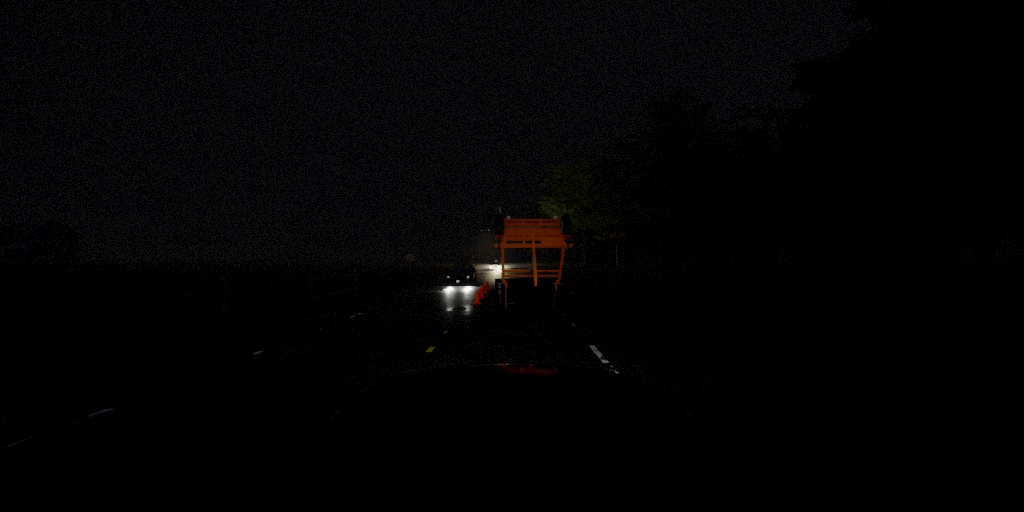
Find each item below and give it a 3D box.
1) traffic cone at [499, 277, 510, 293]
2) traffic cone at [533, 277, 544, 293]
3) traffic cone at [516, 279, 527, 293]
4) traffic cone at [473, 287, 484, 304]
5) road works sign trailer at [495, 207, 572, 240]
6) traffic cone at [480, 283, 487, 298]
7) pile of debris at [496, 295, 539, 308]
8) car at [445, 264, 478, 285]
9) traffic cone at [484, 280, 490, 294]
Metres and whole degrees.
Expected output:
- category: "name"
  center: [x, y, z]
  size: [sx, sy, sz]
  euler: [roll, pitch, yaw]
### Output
- category: "traffic cone"
  center: [-0.453, 1.688, 20.906]
  size: [0.340, 0.580, 0.340]
  euler: [0, 0, 0]
- category: "traffic cone"
  center: [1.545, 1.688, 20.903]
  size: [0.340, 0.580, 0.340]
  euler: [0, 0, 0]
- category: "traffic cone"
  center: [0.546, 1.688, 20.905]
  size: [0.340, 0.580, 0.340]
  euler: [0, 0, 0]
- category: "traffic cone"
  center: [-1.462, 1.694, 14.909]
  size: [0.340, 0.580, 0.340]
  euler: [0, 0, 0]
- category: "road works sign trailer"
  center: [0.629, -2.366, 10.118]
  size: [2.380, 3.560, 2.880]
  euler: [0, 0, 0]
- category: "traffic cone"
  center: [-1.459, 1.692, 16.908]
  size: [0.340, 0.580, 0.340]
  euler: [0, 0, 0]
- category: "pile of debris"
  center: [0.022, 1.904, 14.912]
  size: [1.860, 0.140, 1.500]
  euler: [0, 0, 0]
- category: "car"
  center: [-3.554, 1.274, 26.165]
  size: [2.033, 1.411, 5.357]
  euler: [0, 0, 0]
- category: "traffic cone"
  center: [-1.455, 1.690, 18.909]
  size: [0.340, 0.580, 0.340]
  euler: [0, 0, 0]
